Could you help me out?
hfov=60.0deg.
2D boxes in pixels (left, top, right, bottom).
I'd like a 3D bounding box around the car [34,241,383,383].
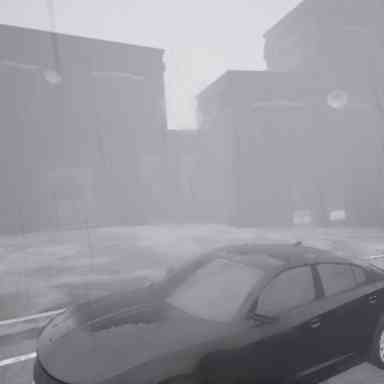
[{"bbox_3d":[0.774,1.446,4.183,5.008,1.535,1.882,0,1,-31],"label":"car"}]
